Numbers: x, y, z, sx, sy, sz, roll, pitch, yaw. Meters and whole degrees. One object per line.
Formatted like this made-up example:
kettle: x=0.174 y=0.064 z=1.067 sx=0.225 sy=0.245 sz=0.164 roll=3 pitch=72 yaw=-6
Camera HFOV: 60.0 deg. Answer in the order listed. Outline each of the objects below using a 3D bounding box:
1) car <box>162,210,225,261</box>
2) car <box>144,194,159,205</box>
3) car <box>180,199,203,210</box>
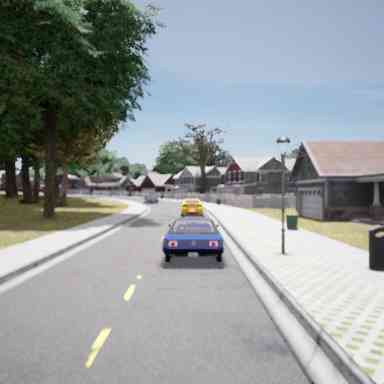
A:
car: x=0.058 y=1.558 z=12.065 sx=1.895 sy=1.301 sz=4.718 roll=0 pitch=0 yaw=0
car: x=-6.412 y=1.150 z=52.265 sx=1.837 sy=1.490 sz=4.892 roll=0 pitch=0 yaw=-16
car: x=-0.035 y=1.330 z=30.010 sx=1.882 sy=1.535 sz=5.008 roll=0 pitch=0 yaw=-1
